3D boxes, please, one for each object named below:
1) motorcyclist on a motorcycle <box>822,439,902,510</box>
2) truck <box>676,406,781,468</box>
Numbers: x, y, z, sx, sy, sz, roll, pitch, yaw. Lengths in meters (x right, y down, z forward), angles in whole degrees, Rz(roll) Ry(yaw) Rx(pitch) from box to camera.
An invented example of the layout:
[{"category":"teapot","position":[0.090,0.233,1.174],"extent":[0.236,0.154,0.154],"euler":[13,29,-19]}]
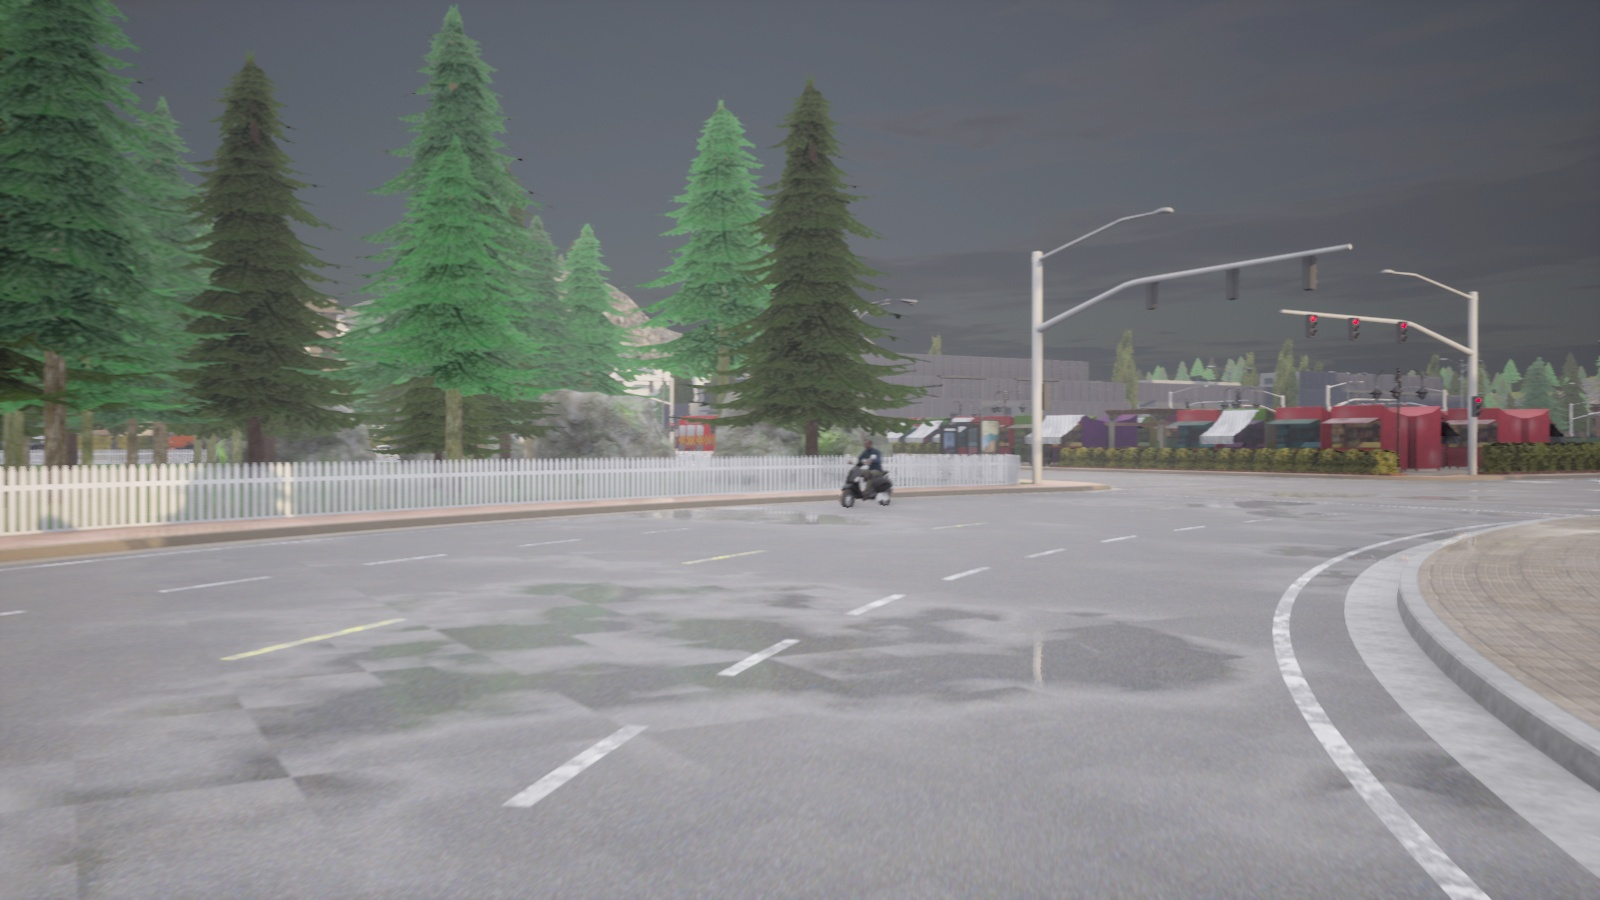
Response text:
[{"category":"motorcyclist on a motorcycle","position":[1.436,0.539,28.925],"extent":[0.866,1.590,1.817],"euler":[1,1,43]},{"category":"truck","position":[-4.822,-0.840,82.885],"extent":[2.891,3.827,8.468],"euler":[0,0,-35]}]
